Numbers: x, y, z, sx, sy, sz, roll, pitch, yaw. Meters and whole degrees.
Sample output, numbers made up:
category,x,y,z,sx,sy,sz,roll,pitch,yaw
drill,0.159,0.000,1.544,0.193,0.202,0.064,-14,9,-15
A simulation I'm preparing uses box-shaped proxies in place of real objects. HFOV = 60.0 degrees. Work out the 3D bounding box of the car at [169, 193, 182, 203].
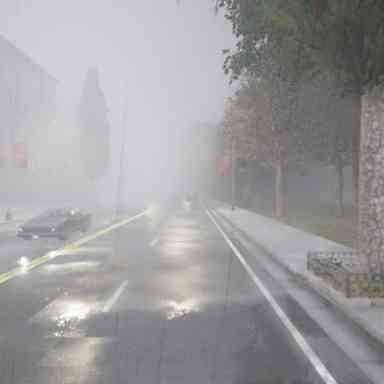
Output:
category,x,y,z,sx,sy,sz,roll,pitch,yaw
car,-3.235,1.282,62.678,1.837,1.490,4.892,0,0,0

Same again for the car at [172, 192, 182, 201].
category,x,y,z,sx,sy,sz,roll,pitch,yaw
car,-3.232,0.924,71.817,2.097,1.767,4.553,0,1,0

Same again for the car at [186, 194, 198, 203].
category,x,y,z,sx,sy,sz,roll,pitch,yaw
car,0.016,1.126,63.063,2.097,1.767,4.553,0,0,0

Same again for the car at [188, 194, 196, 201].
category,x,y,z,sx,sy,sz,roll,pitch,yaw
car,0.018,1.092,71.849,1.812,1.442,4.674,0,1,0

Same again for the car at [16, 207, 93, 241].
category,x,y,z,sx,sy,sz,roll,pitch,yaw
car,-6.543,1.486,16.617,2.033,1.411,5.357,0,0,1
